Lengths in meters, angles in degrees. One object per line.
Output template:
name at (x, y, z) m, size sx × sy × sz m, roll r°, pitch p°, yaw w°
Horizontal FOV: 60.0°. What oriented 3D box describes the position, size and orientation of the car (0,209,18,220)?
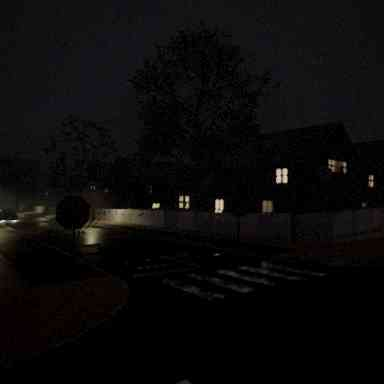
car at (-24.016, 2.878, 43.277) m, size 2.033 × 1.411 × 5.357 m, roll 2°, pitch -2°, yaw -35°
